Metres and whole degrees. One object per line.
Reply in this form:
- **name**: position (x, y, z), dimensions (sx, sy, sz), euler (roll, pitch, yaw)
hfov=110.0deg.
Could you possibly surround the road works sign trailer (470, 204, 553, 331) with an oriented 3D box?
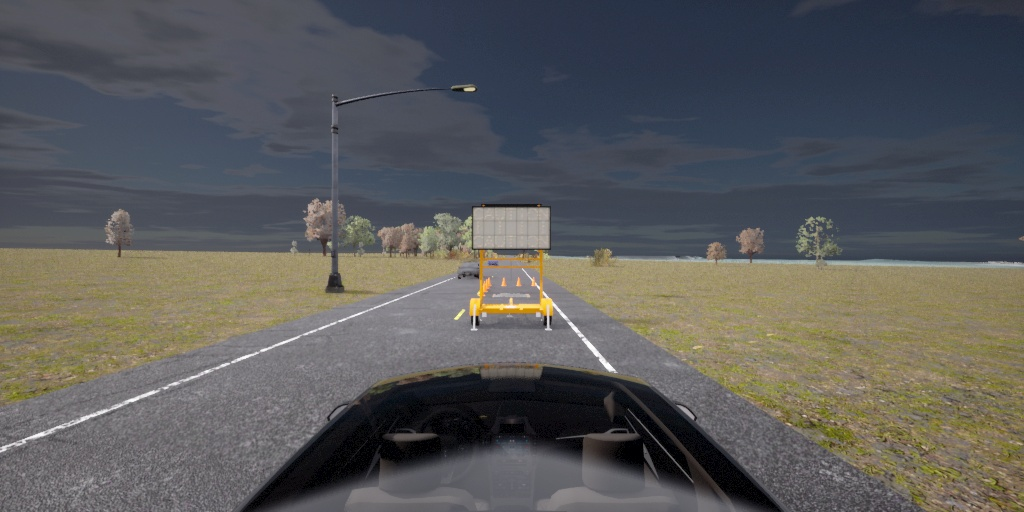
- **road works sign trailer**: position (-0.022, 0.215, 11.030), dimensions (2.380, 3.560, 2.880), euler (0, 0, 0)

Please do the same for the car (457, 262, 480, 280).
- **car**: position (-3.673, 1.257, 31.857), dimensions (1.837, 1.490, 4.892), euler (0, 0, 0)
